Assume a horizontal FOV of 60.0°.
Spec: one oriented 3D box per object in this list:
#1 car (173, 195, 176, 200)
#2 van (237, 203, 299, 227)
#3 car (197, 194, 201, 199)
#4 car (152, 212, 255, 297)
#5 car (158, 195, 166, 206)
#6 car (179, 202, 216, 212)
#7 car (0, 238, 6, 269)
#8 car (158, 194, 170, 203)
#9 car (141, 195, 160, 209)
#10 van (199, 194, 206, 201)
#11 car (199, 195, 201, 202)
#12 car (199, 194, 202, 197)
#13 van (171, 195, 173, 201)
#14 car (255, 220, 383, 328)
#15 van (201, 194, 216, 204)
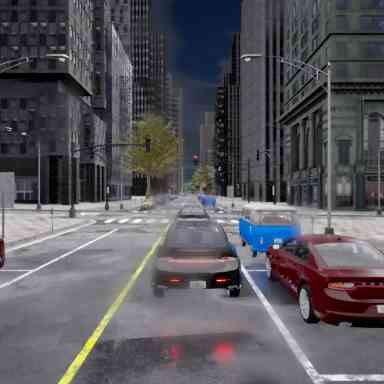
[{"bbox_3d":[-5.882,1.636,87.417,1.947,1.339,4.313,0,0,0],"label":"car"},{"bbox_3d":[2.763,1.343,12.530,1.690,1.788,3.998,0,0,0],"label":"van"},{"bbox_3d":[2.664,1.599,72.167,2.008,1.369,4.403,0,0,0],"label":"car"},{"bbox_3d":[0.089,1.492,8.542,2.128,1.511,4.902,0,0,0],"label":"car"},{"bbox_3d":[-5.838,1.574,55.684,1.887,1.381,4.507,0,0,0],"label":"car"},{"bbox_3d":[0.061,1.495,17.928,2.128,1.511,4.902,0,0,1],"label":"car"},{"bbox_3d":[-5.786,1.545,7.011,1.887,1.381,4.507,0,0,0],"label":"car"},{"bbox_3d":[-5.844,1.349,60.974,2.192,1.841,5.009,0,0,0],"label":"car"},{"bbox_3d":[-5.829,1.545,44.934,1.752,1.417,4.829,0,0,0],"label":"car"},{"bbox_3d":[2.650,1.404,82.994,1.690,1.788,3.998,0,0,0],"label":"van"},{"bbox_3d":[2.687,1.595,55.927,1.947,1.339,4.313,0,0,0],"label":"car"},{"bbox_3d":[2.679,1.579,61.340,1.887,1.381,4.507,0,0,0],"label":"car"},{"bbox_3d":[-5.867,1.395,76.840,1.690,1.788,3.998,0,0,0],"label":"van"},{"bbox_3d":[2.769,1.545,7.004,1.887,1.381,4.507,0,0,0],"label":"car"},{"bbox_3d":[2.695,1.365,50.514,1.690,1.788,3.998,0,0,0],"label":"van"}]
